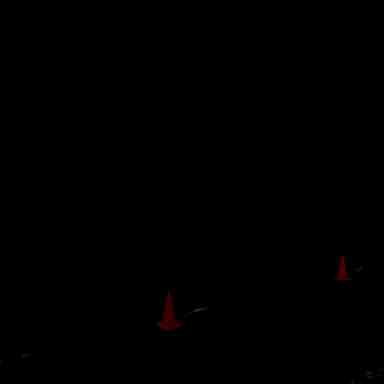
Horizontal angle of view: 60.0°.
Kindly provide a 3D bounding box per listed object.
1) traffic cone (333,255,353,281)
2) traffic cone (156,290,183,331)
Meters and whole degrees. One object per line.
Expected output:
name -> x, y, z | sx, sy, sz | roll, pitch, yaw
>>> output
traffic cone -> 3.799, 1.894, 8.382 | 0.340, 0.580, 0.340 | -1, 0, -34
traffic cone -> -0.375, 1.932, 5.544 | 0.340, 0.580, 0.340 | -1, 0, -35
